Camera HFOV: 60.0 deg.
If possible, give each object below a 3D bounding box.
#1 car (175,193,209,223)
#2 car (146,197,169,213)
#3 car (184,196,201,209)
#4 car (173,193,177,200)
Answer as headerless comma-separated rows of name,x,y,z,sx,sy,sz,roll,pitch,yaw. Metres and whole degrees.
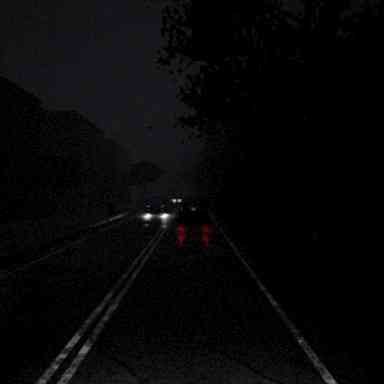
car,0.093,1.168,24.042,2.097,1.767,4.553,0,0,0
car,-3.357,1.223,32.792,1.882,1.535,5.008,0,0,0
car,0.087,1.221,41.582,2.033,1.411,5.357,0,0,0
car,-3.272,0.960,73.597,2.128,1.511,4.902,0,0,0
